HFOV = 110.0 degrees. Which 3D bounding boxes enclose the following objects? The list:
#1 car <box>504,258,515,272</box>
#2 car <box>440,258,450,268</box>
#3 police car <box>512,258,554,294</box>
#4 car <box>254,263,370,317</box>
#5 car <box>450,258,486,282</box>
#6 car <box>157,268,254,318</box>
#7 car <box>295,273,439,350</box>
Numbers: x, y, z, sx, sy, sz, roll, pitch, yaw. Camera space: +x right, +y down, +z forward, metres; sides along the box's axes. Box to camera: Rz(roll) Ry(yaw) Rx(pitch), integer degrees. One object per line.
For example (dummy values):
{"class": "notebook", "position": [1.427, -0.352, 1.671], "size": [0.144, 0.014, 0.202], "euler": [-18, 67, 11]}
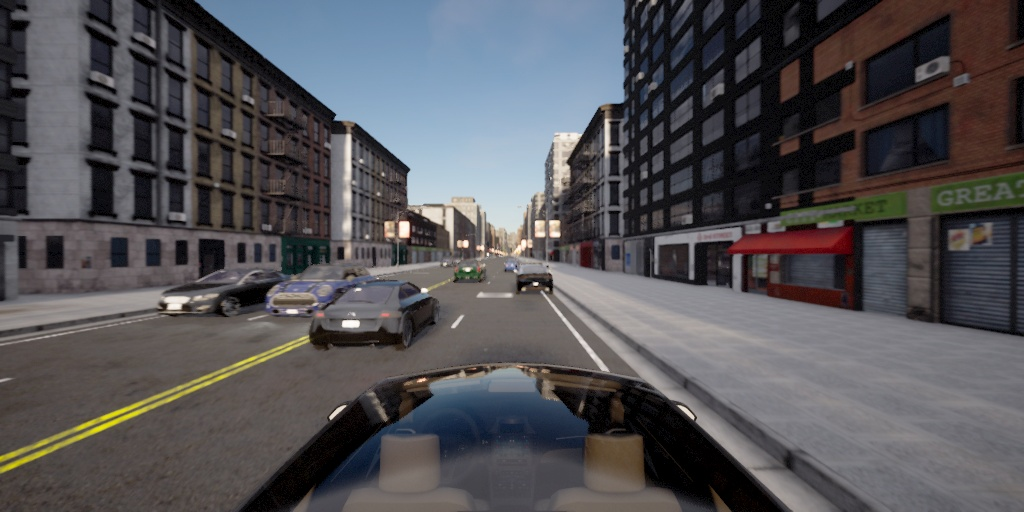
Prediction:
{"class": "car", "position": [0.022, 1.148, 43.843], "size": [2.033, 1.411, 5.357], "euler": [0, 0, 0]}
{"class": "car", "position": [-9.827, 1.049, 55.183], "size": [2.128, 1.511, 4.902], "euler": [0, 0, 1]}
{"class": "police car", "position": [1.129, 1.116, 19.699], "size": [1.930, 1.638, 5.238], "euler": [0, 0, 0]}
{"class": "car", "position": [-6.604, 1.067, 13.003], "size": [2.097, 1.767, 4.553], "euler": [0, 0, 0]}
{"class": "car", "position": [-3.162, 1.013, 27.645], "size": [2.097, 1.767, 4.553], "euler": [0, 0, 0]}
{"class": "car", "position": [-9.854, 1.206, 12.925], "size": [2.128, 1.511, 4.902], "euler": [0, 0, 0]}
{"class": "car", "position": [-3.154, 1.292, 9.023], "size": [1.994, 1.385, 4.181], "euler": [0, 0, 0]}
